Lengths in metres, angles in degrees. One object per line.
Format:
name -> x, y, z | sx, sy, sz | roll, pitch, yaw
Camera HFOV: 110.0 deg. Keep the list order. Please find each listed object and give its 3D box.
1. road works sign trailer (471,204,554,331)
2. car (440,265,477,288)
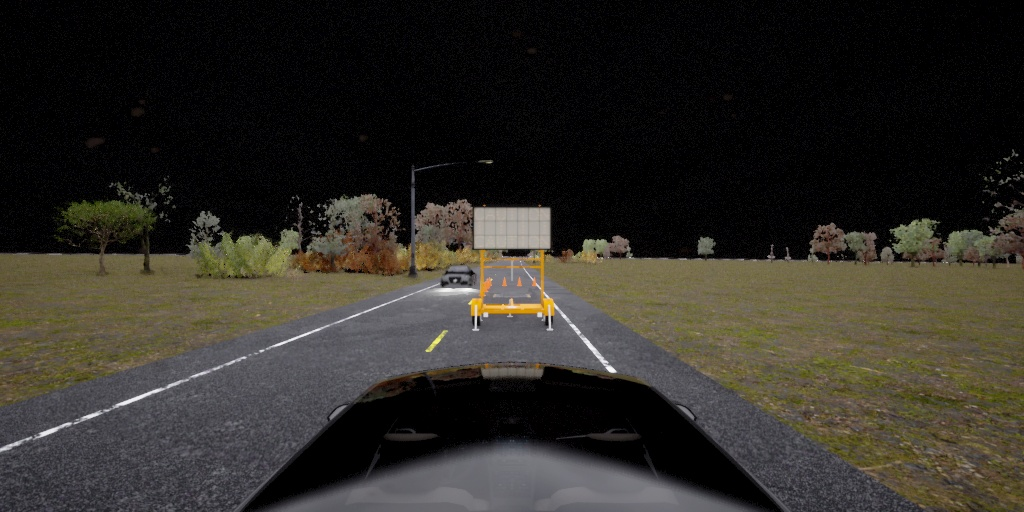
road works sign trailer -> 0.004, 0.218, 11.028 | 2.380, 3.560, 2.880 | 0, 0, -1
car -> -3.498, 1.325, 24.026 | 1.994, 1.385, 4.181 | 0, 0, 0
